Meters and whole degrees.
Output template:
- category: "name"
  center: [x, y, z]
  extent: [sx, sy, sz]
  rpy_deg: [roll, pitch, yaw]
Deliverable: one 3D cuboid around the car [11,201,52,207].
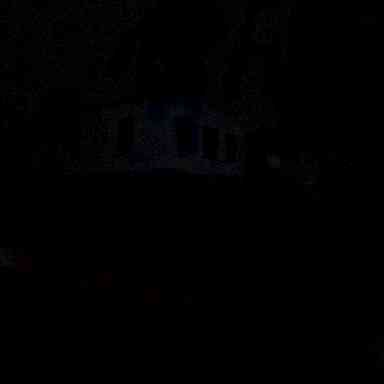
- category: "car"
  center: [-14.643, 1.528, 29.135]
  extent: [2.033, 1.411, 5.357]
  rpy_deg: [0, 0, 29]
